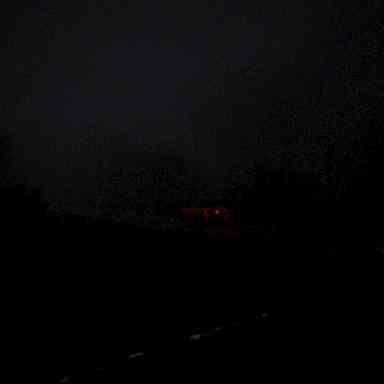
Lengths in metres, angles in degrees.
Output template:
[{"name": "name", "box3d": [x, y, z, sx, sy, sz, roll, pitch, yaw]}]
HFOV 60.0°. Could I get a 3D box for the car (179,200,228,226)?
[{"name": "car", "box3d": [0.719, 1.403, 24.525, 2.097, 1.767, 4.553, 0, 0, -27]}]
